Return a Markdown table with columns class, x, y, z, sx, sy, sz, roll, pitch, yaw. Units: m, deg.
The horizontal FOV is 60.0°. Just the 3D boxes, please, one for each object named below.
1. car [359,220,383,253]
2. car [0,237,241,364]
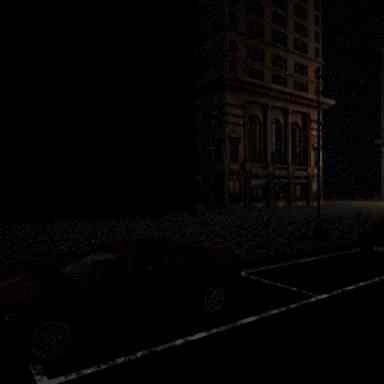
| class | x | y | z | sx | sy | sz | roll | pitch | yaw |
| --- | --- | --- | --- | --- | --- | --- | --- | --- | --- |
| car | 8.029 | 1.543 | 12.421 | 4.313 | 1.339 | 1.947 | 0 | 0 | -36 |
| car | -1.138 | 1.541 | 5.846 | 4.507 | 1.381 | 1.887 | 0 | 0 | -36 |
